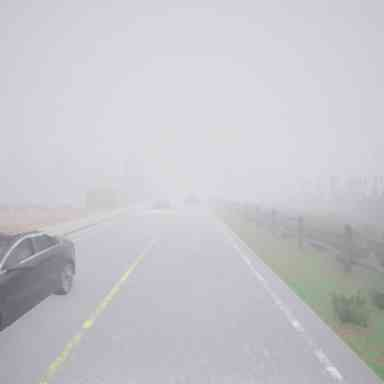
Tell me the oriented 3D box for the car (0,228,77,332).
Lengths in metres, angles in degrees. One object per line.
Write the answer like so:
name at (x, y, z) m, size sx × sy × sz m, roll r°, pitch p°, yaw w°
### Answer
car at (-3.578, 1.463, 5.792) m, size 2.128 × 1.511 × 4.902 m, roll 0°, pitch 0°, yaw 0°

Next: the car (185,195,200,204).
car at (0.027, 1.281, 57.091) m, size 2.033 × 1.411 × 5.357 m, roll 0°, pitch 0°, yaw -4°

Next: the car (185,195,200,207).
car at (0.022, 1.133, 46.844) m, size 2.097 × 1.767 × 4.553 m, roll 0°, pitch 0°, yaw 0°

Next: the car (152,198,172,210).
car at (-3.494, 1.381, 39.143) m, size 1.994 × 1.385 × 4.181 m, roll 0°, pitch 0°, yaw 1°
